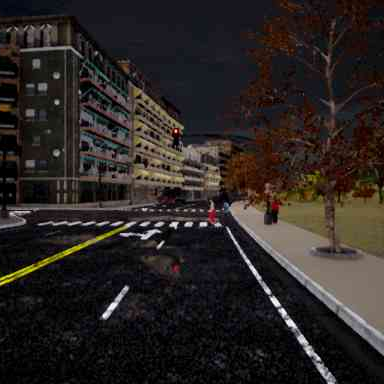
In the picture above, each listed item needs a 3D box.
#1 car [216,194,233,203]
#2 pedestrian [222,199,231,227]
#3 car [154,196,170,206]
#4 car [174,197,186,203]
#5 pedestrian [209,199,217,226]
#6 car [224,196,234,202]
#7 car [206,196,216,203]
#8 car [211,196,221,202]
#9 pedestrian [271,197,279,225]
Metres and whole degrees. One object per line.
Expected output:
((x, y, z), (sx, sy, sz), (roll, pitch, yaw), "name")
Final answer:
((7.661, 1.493, 78.300), (2.150, 2.045, 5.566), (0, 0, 11), "car")
((2.128, 1.307, 21.056), (0.375, 1.860, 0.375), (0, 0, 3), "pedestrian")
((-5.394, 1.509, 59.722), (2.097, 1.767, 4.553), (0, 0, 9), "car")
((-2.789, 1.839, 75.488), (1.895, 1.301, 4.718), (0, 0, 10), "car")
((1.348, 1.309, 22.300), (0.375, 1.860, 0.375), (0, 0, 3), "pedestrian")
((9.814, 1.824, 88.711), (2.128, 1.511, 4.902), (0, 0, 13), "car")
((4.455, 1.793, 78.842), (2.128, 1.511, 4.902), (0, 0, 11), "car")
((6.545, 1.769, 88.990), (1.882, 1.535, 5.008), (0, 0, 13), "car")
((5.353, 1.155, 21.485), (0.375, 1.860, 0.375), (0, 0, 3), "pedestrian")
